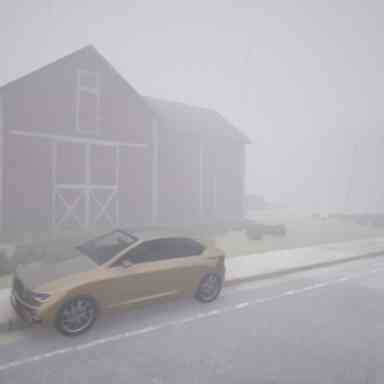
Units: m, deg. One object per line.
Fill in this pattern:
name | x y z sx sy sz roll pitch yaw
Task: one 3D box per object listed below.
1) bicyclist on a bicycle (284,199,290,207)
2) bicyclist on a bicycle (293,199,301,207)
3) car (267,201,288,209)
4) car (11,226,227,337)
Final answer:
bicyclist on a bicycle | 17.512 2.029 62.025 1.656 1.620 0.582 0 0 -11
bicyclist on a bicycle | 19.547 2.043 62.017 1.656 1.620 0.582 0 0 -11
car | 13.934 2.078 55.027 1.895 1.301 4.718 1 -1 -14
car | -1.221 1.485 6.650 4.193 1.474 1.816 1 5 -38
